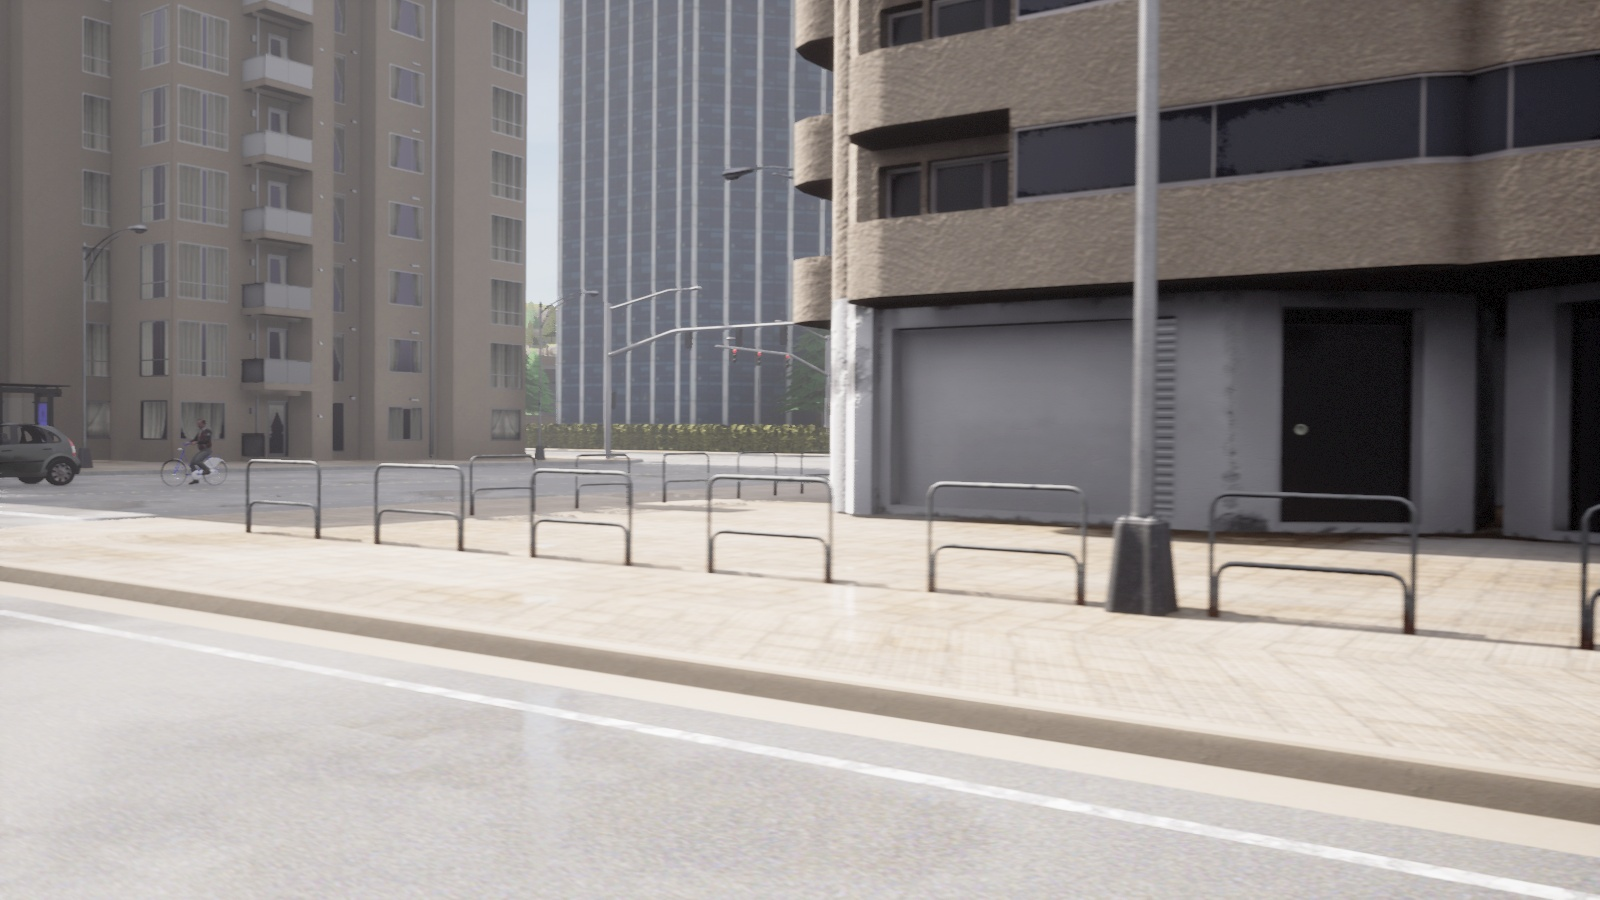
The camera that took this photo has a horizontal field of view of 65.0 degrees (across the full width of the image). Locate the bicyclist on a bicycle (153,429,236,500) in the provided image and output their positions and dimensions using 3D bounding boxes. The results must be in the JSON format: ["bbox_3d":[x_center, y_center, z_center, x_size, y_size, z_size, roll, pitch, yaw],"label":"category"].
[{"bbox_3d":[-15.677,0.356,32.546,0.659,1.776,1.843,0,1,32],"label":"bicyclist on a bicycle"}]

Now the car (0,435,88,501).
[{"bbox_3d":[-20.441,0.440,31.585,1.851,1.617,3.988,0,1,33],"label":"car"}]
